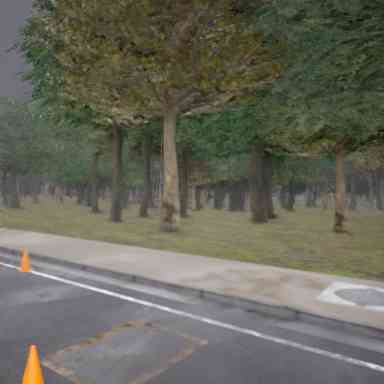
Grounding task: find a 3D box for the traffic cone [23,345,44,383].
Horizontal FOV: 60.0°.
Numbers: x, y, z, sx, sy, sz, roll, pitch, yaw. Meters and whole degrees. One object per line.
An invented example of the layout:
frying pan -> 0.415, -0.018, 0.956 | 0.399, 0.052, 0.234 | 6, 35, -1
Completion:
traffic cone -> -1.722, 1.956, 3.600 | 0.340, 0.580, 0.340 | 0, 0, 36
